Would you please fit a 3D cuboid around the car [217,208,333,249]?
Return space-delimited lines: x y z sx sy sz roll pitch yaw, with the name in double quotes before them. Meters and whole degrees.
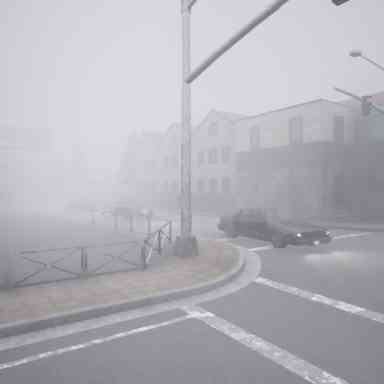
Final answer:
"car" 3.097 1.371 13.894 2.033 1.411 5.357 0 0 -28

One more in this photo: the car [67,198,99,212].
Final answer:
"car" -12.124 1.424 36.352 1.895 1.301 4.718 0 0 -35

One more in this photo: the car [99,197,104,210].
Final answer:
"car" -10.516 1.328 40.428 1.837 1.490 4.892 0 0 -35

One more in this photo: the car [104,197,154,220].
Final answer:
"car" -4.732 1.316 25.881 2.128 1.511 4.902 0 0 -35
